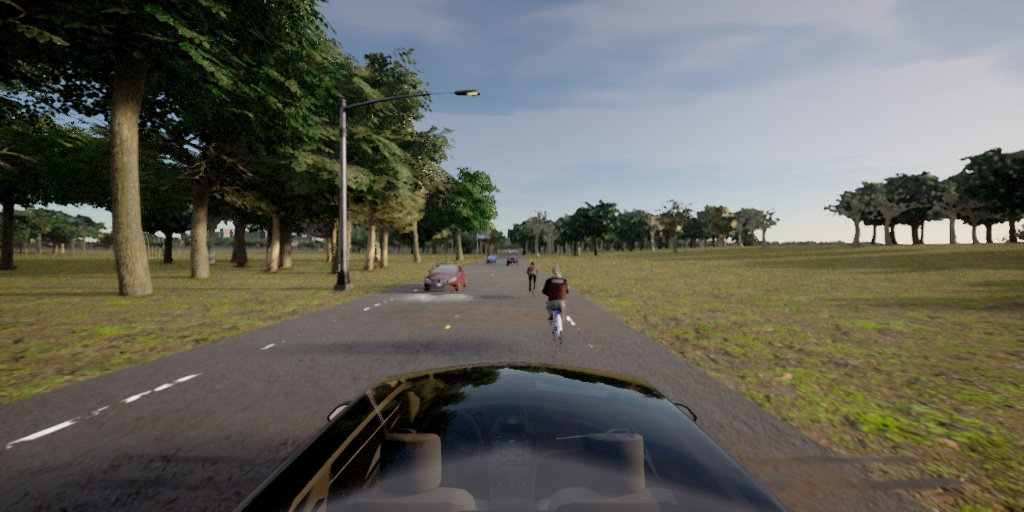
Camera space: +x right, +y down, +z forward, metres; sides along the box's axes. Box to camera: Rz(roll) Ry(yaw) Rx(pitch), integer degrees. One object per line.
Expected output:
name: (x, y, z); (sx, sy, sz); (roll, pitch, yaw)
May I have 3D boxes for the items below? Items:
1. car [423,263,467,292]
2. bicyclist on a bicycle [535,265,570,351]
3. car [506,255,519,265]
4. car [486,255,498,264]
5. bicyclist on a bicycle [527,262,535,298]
car: (-3.595, 1.135, 20.072); (1.812, 1.442, 4.674); (0, 0, 0)
bicyclist on a bicycle: (0.962, 1.077, 7.967); (0.659, 1.776, 1.843); (0, 1, 0)
car: (0.102, 0.720, 57.678); (1.837, 1.490, 4.892); (0, 0, 0)
car: (-3.538, 0.636, 62.880); (1.882, 1.535, 5.008); (0, 1, 1)
bicyclist on a bicycle: (0.963, 1.092, 16.632); (0.582, 1.620, 1.656); (0, 0, 0)
